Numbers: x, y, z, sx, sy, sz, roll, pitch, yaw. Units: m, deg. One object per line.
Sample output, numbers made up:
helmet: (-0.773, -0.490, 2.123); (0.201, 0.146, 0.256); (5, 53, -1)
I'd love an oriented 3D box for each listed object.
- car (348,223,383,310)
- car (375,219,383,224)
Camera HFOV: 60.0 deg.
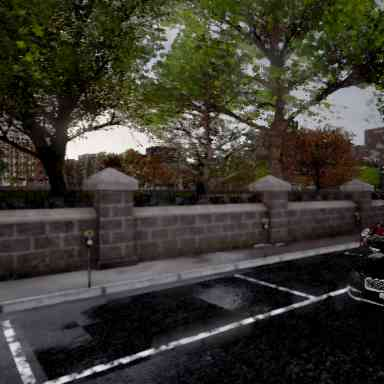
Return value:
car: (5.217, 1.509, 7.019); (4.892, 1.490, 1.837); (0, 0, -36)
car: (7.989, 1.449, 12.332); (4.097, 1.590, 1.967); (0, 0, -36)
